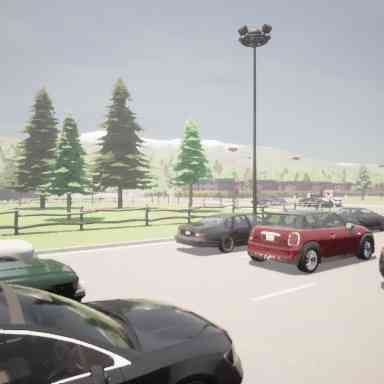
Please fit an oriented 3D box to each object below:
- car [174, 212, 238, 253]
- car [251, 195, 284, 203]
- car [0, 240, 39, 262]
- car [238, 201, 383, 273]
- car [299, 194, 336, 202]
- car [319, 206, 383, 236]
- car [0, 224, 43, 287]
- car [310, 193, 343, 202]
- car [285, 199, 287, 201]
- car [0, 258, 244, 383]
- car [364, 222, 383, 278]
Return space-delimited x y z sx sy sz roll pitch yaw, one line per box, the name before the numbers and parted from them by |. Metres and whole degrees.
car | 1.890 1.547 13.678 5.357 1.411 2.033 0 0 -35
car | 12.287 1.547 55.723 2.033 1.411 5.357 0 0 -35
car | -4.169 1.601 5.072 4.718 1.301 1.895 0 0 -35
car | 3.996 1.352 10.882 4.553 1.767 2.097 0 0 -35
car | 17.687 1.505 48.011 1.837 1.490 4.892 0 0 -35
car | 9.414 1.564 19.030 4.181 1.385 1.994 0 0 -35
car | -6.268 1.601 7.877 4.718 1.301 1.895 0 0 -35
car | 20.086 1.221 50.693 2.150 2.045 5.566 0 0 -35
car | 14.580 1.352 58.561 2.097 1.767 4.553 0 0 -35
car | -1.749 1.505 2.499 4.892 1.490 1.837 0 0 -35
car | 6.482 1.526 8.356 4.674 1.442 1.812 0 0 -35
